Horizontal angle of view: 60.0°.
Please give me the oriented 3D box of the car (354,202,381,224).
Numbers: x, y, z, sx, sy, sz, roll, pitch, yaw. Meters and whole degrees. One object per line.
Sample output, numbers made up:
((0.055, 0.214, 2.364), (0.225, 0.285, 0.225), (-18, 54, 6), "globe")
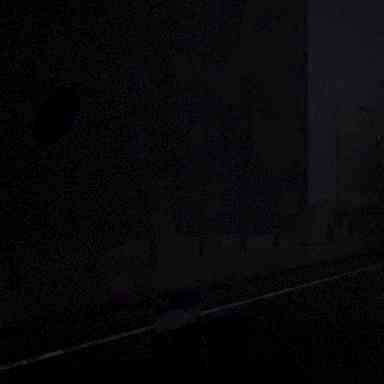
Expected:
((13.594, 1.477, 22.557), (2.128, 1.511, 4.902), (0, 0, -35), "car")
